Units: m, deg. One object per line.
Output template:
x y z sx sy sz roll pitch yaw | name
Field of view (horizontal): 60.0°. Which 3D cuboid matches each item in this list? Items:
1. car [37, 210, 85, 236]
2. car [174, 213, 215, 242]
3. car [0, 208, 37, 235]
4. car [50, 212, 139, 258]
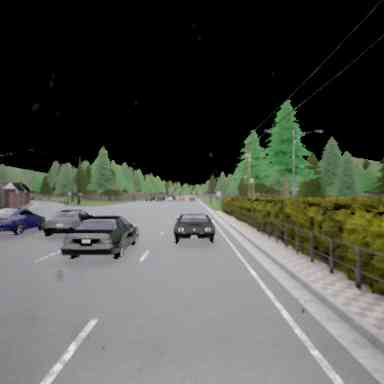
-6.888 1.715 19.319 1.994 1.385 4.181 0 0 0 | car
0.112 1.735 17.073 1.895 1.301 4.718 0 0 0 | car
-10.387 1.679 19.648 1.812 1.442 4.674 0 0 0 | car
-3.391 1.651 13.178 2.033 1.411 5.357 0 0 0 | car
